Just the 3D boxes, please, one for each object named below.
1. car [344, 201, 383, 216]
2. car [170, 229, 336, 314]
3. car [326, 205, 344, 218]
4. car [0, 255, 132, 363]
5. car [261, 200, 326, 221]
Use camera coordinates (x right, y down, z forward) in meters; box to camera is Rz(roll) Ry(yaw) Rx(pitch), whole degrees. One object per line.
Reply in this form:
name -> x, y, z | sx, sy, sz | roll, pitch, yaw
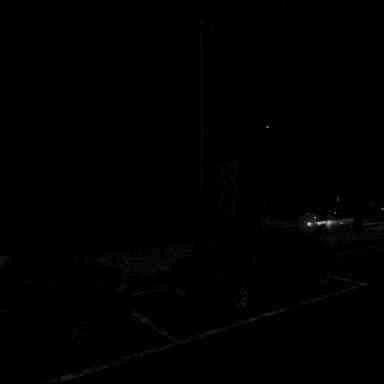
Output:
car -> 16.341, 1.523, 32.189 | 1.994, 1.385, 4.181 | 0, 0, -36
car -> 1.555, 1.565, 7.643 | 4.313, 1.339, 1.947 | 0, 0, -35
car -> 10.264, 1.479, 29.125 | 1.837, 1.490, 4.892 | 0, 0, -36
car -> -2.883, 1.582, 4.478 | 4.206, 1.307, 1.802 | 0, 0, -35
car -> 7.682, 1.531, 27.148 | 2.033, 1.411, 5.357 | 0, 0, -36
